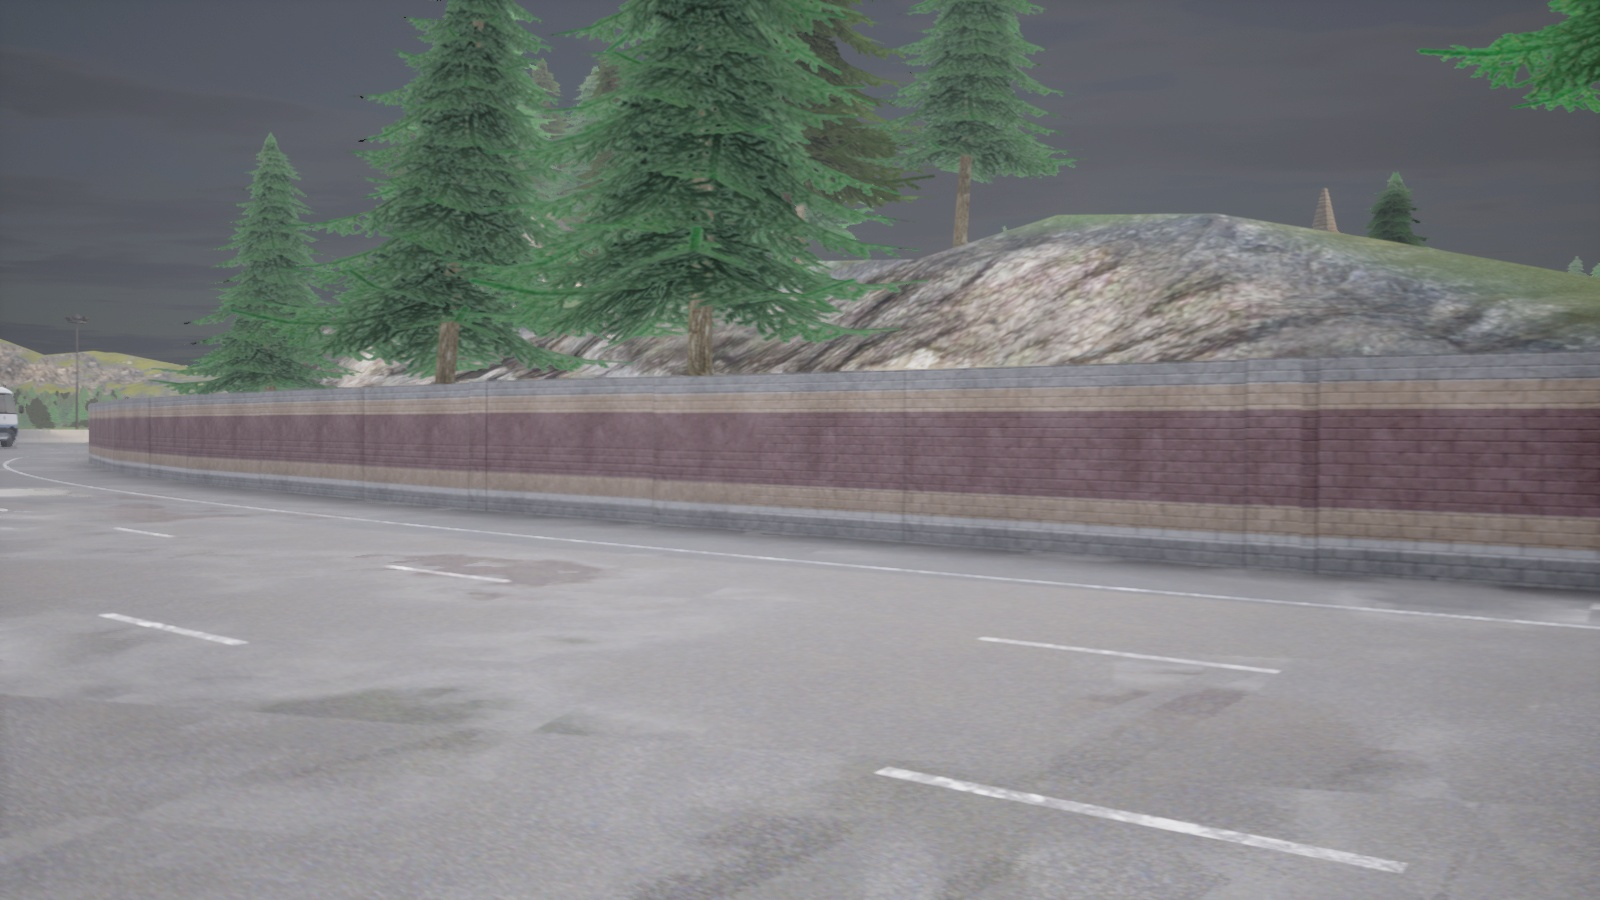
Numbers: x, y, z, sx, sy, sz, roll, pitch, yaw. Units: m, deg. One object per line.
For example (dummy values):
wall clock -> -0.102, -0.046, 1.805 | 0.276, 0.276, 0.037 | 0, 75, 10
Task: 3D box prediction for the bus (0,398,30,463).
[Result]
bus -> -54.751, -1.262, 82.745 | 3.944, 4.253, 10.273 | -1, 1, -15
